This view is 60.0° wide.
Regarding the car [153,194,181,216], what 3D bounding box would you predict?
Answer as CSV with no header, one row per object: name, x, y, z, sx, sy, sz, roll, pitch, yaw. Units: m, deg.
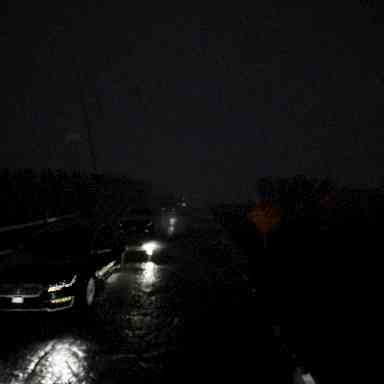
car,-2.562,1.193,33.207,2.150,2.045,5.566,0,0,1

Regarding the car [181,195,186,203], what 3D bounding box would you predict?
car,-2.358,1.384,68.157,2.097,1.767,4.553,0,0,1

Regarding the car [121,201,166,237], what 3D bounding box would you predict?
car,-2.738,1.459,18.279,1.882,1.535,5.008,0,0,1

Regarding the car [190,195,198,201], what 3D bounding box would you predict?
car,0.498,1.560,84.891,1.882,1.535,5.008,0,0,0

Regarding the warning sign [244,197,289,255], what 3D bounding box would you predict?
warning sign,2.502,1.109,11.379,1.300,1.860,1.060,0,0,0

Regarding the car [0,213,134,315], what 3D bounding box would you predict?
car,-2.812,1.492,7.815,1.837,1.490,4.892,0,0,0
